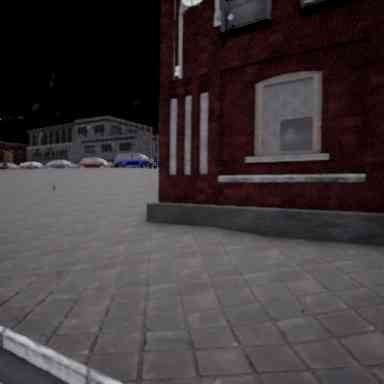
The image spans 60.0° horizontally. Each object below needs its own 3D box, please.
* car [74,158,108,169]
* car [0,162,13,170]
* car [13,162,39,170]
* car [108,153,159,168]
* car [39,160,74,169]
[{"bbox_3d":[-11.207,-3.291,39.504,4.553,1.767,2.185,1,1,26],"label":"car"},{"bbox_3d":[-25.985,-3.420,47.010,4.792,1.488,2.163,1,1,29],"label":"car"},{"bbox_3d":[-21.121,-3.322,44.403,4.674,1.452,2.002,1,1,28],"label":"car"},{"bbox_3d":[-6.106,-3.286,37.165,5.566,2.045,2.435,1,1,25],"label":"car"},{"bbox_3d":[-16.288,-3.274,41.946,4.892,1.521,2.231,1,1,27],"label":"car"}]
